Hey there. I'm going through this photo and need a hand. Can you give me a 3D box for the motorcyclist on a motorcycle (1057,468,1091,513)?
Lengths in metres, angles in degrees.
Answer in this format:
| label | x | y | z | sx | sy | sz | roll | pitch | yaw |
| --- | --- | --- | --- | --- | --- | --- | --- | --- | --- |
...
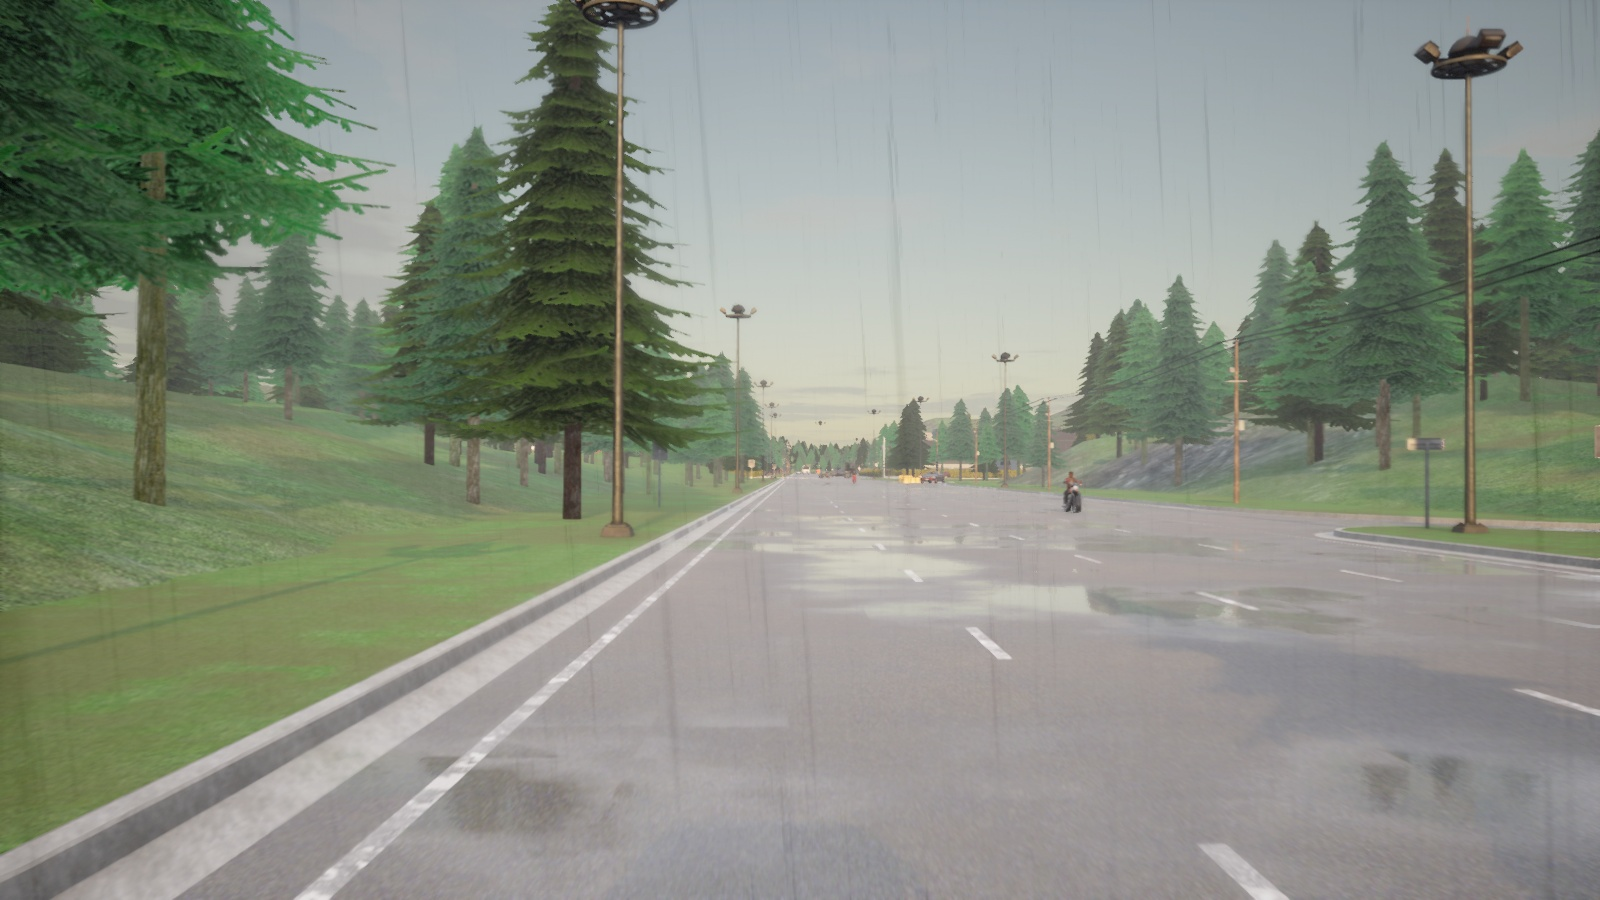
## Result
| label | x | y | z | sx | sy | sz | roll | pitch | yaw |
| --- | --- | --- | --- | --- | --- | --- | --- | --- | --- |
| motorcyclist on a motorcycle | 10.384 | 1.523 | 47.739 | 0.766 | 1.649 | 2.350 | 0 | -1 | 0 |
